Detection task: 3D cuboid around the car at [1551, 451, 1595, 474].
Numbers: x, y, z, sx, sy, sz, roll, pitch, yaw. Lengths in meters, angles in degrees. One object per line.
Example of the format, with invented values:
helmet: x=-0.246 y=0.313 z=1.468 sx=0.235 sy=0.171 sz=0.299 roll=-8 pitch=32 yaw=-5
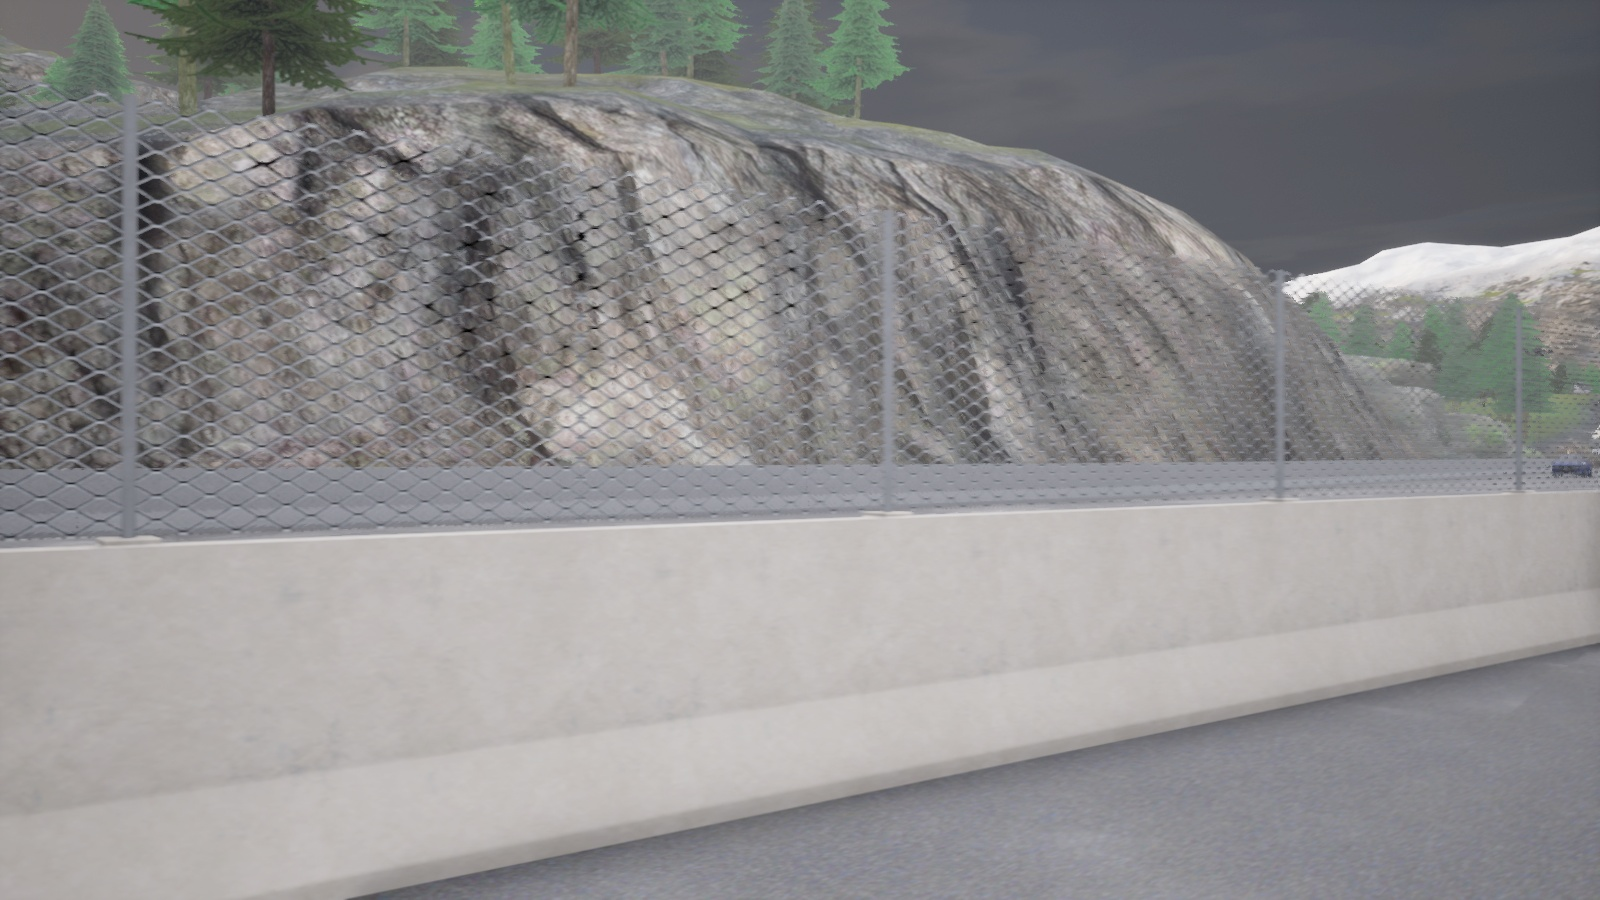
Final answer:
car: x=51.900 y=0.829 z=84.307 sx=1.882 sy=1.535 sz=5.008 roll=0 pitch=0 yaw=39
